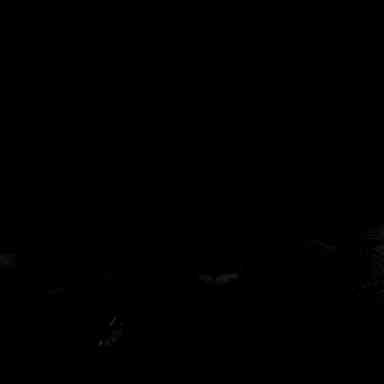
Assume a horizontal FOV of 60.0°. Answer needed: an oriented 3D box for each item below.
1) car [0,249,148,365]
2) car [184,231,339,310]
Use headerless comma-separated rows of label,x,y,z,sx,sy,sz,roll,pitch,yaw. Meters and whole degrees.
car,-2.698,1.567,4.612,4.313,1.339,1.947,0,0,-35
car,1.783,1.602,7.804,4.206,1.307,1.802,0,0,-35
